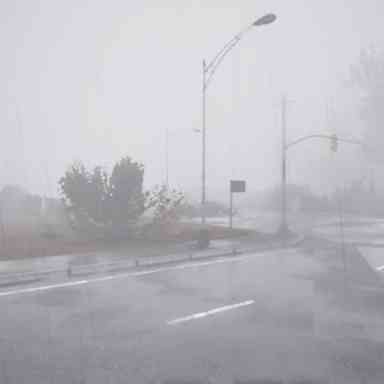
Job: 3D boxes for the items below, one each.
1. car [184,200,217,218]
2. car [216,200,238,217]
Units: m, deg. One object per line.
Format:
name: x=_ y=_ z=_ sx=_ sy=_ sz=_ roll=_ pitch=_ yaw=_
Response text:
car: x=-0.016 y=1.665 z=31.016 sx=1.994 sy=1.385 sz=4.181 roll=0 pitch=0 yaw=-39
car: x=2.518 y=1.625 z=33.451 sx=1.837 sy=1.490 sz=4.892 roll=0 pitch=0 yaw=-39
